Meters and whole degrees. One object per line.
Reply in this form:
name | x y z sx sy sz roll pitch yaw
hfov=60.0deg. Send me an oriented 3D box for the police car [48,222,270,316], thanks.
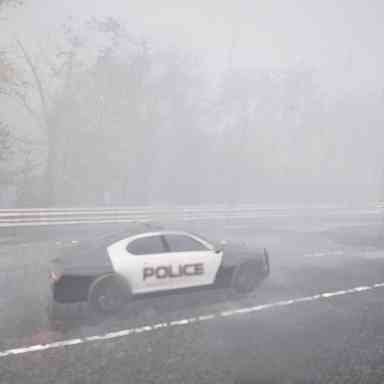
police car | -0.538 1.492 7.515 4.974 1.542 2.038 0 0 -26
